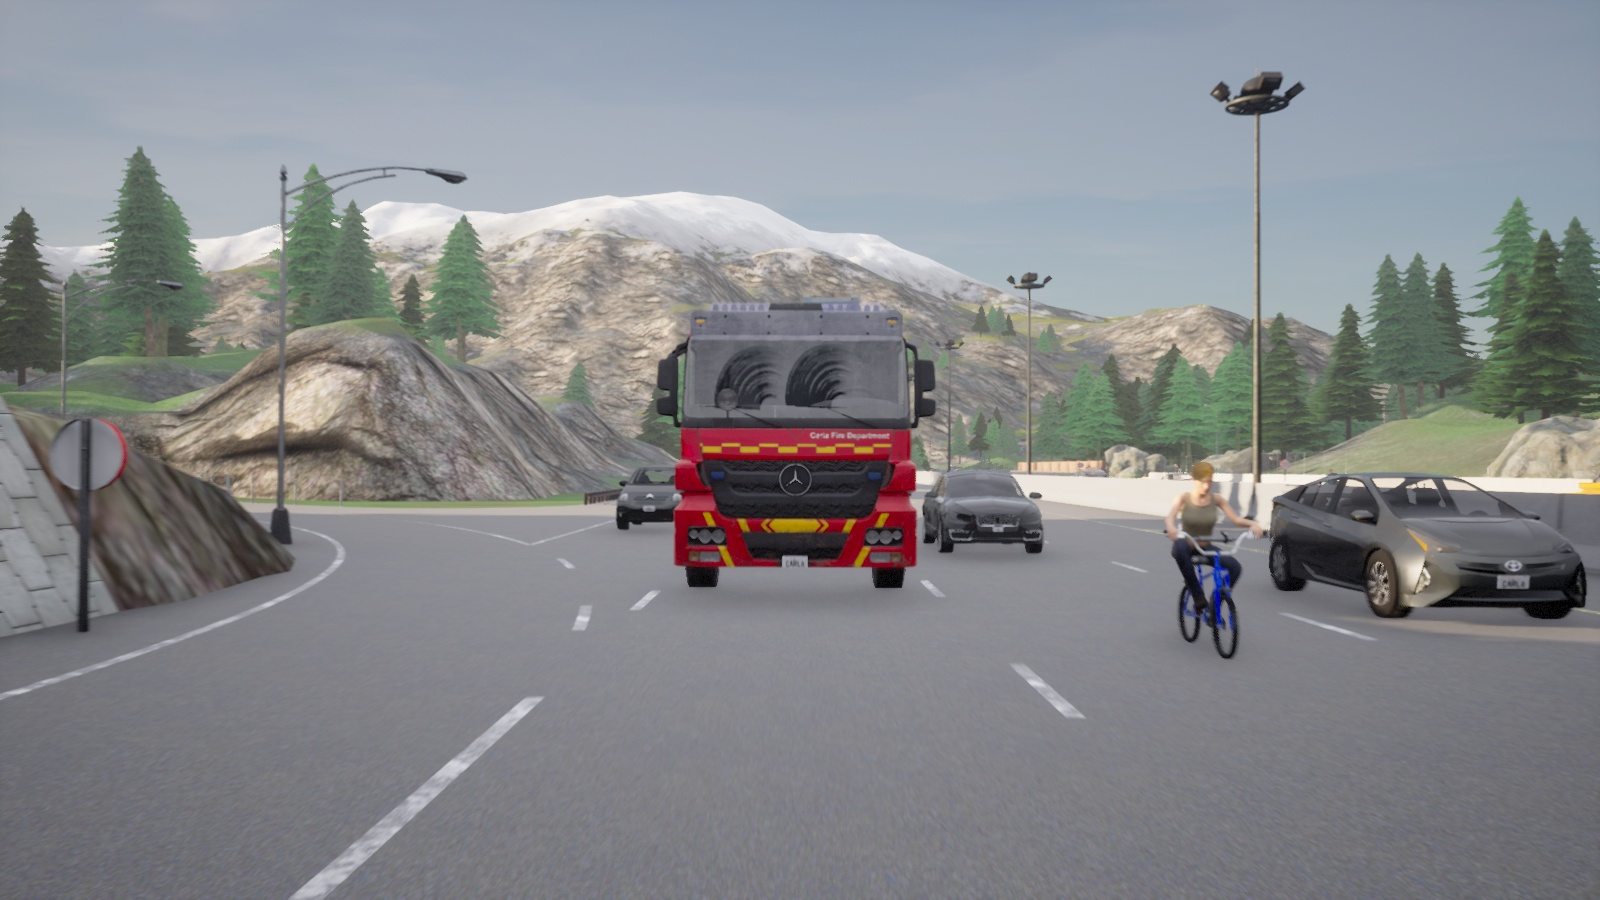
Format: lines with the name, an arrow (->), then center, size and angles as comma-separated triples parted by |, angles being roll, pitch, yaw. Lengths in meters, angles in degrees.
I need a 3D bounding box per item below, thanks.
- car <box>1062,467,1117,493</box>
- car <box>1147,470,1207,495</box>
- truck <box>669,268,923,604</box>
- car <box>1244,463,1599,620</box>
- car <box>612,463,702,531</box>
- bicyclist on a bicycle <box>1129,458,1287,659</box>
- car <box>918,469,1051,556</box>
car -> 17.321, 1.761, 75.376 | 2.163, 1.488, 4.792 | 0, -1, 0
car -> 20.835, 1.769, 69.567 | 1.895, 1.301, 4.718 | 0, -1, 0
truck -> -0.049, -0.103, 18.584 | 2.891, 3.827, 8.468 | 0, -1, 0
car -> 6.965, 0.926, 14.554 | 2.007, 1.525, 4.514 | 0, -1, 0
car -> -3.577, 1.156, 32.012 | 1.851, 1.617, 3.988 | 0, -1, 0
bicyclist on a bicycle -> 3.478, 0.879, 10.851 | 0.866, 1.612, 1.509 | 0, -1, 0
car -> 3.442, 1.130, 24.344 | 1.837, 1.490, 4.892 | 0, -1, 0
